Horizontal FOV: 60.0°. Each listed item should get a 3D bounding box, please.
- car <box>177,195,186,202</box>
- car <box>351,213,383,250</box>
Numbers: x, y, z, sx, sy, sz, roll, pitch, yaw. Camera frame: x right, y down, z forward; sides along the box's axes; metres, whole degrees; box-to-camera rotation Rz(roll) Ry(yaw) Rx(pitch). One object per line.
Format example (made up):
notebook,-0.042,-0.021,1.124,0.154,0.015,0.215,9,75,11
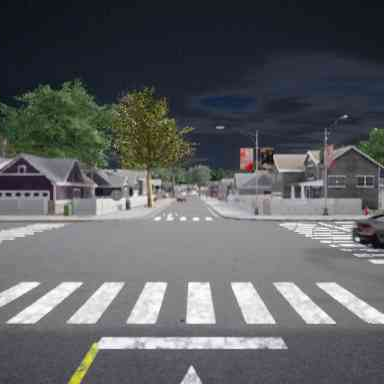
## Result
car,-2.167,1.352,69.206,1.882,1.535,5.008,0,0,0
car,8.409,1.460,12.062,4.892,1.490,1.837,0,0,0
